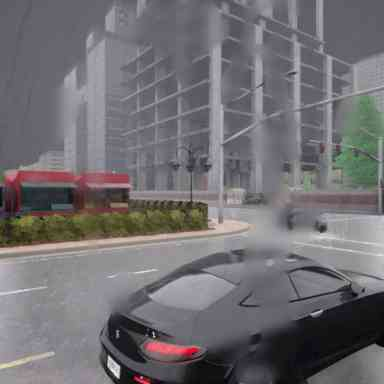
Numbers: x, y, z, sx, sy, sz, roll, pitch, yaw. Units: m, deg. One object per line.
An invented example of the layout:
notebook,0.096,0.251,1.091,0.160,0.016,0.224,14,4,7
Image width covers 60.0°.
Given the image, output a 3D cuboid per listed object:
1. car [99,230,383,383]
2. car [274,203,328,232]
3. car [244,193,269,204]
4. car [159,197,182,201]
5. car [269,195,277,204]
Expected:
car,1.114,1.526,4.580,4.674,1.442,1.812,0,0,-35
car,6.320,1.542,19.279,1.994,1.385,4.181,0,0,3
car,10.824,1.114,57.652,1.905,1.878,3.866,0,0,-36
car,-2.014,1.296,35.042,2.097,1.767,4.553,0,0,-36
car,13.213,1.114,59.368,1.905,1.878,3.866,0,0,-36
